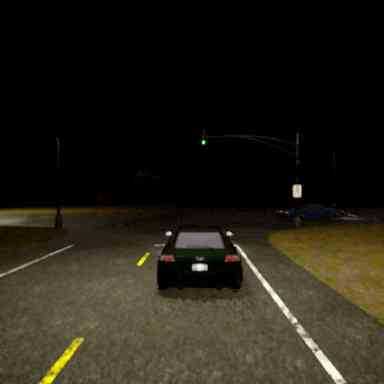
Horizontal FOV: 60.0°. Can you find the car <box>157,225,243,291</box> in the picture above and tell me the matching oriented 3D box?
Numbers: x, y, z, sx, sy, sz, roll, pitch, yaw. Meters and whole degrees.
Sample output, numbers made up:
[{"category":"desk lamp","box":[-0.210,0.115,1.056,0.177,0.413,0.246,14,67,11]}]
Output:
[{"category":"car","box":[0.194,1.587,9.109,1.994,1.385,4.181,0,0,1]}]

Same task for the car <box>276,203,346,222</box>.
[{"category":"car","box":[9.516,1.559,26.685,5.357,1.411,2.033,-1,1,-12]}]
